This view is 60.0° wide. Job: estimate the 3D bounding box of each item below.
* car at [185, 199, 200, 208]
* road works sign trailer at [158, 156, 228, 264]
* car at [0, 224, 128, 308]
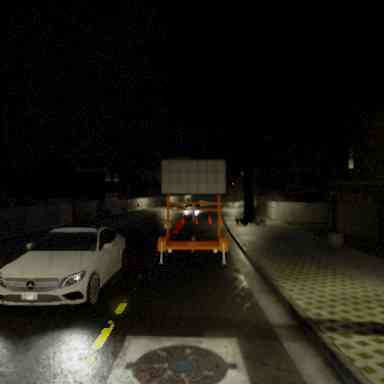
[{"bbox_3d":[0.111,1.779,51.261,1.895,1.301,4.718,0,0,7],"label":"car"},{"bbox_3d":[0.063,0.512,11.989,2.380,3.560,2.880,0,0,2],"label":"road works sign trailer"},{"bbox_3d":[-2.802,1.556,8.120,1.812,1.442,4.674,0,0,1],"label":"car"}]
